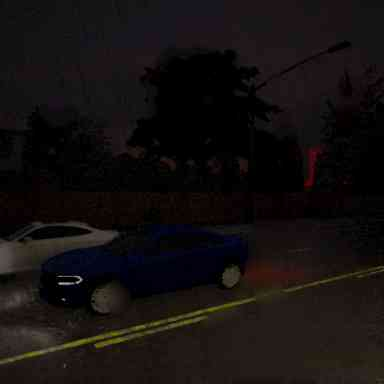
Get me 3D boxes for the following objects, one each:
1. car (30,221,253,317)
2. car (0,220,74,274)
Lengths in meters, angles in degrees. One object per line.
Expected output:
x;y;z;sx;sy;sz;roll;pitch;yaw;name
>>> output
-0.793;1.516;7.726;5.008;1.535;1.882;1;0;-35;car
-4.280;1.546;9.553;4.674;1.442;1.812;1;0;-35;car
